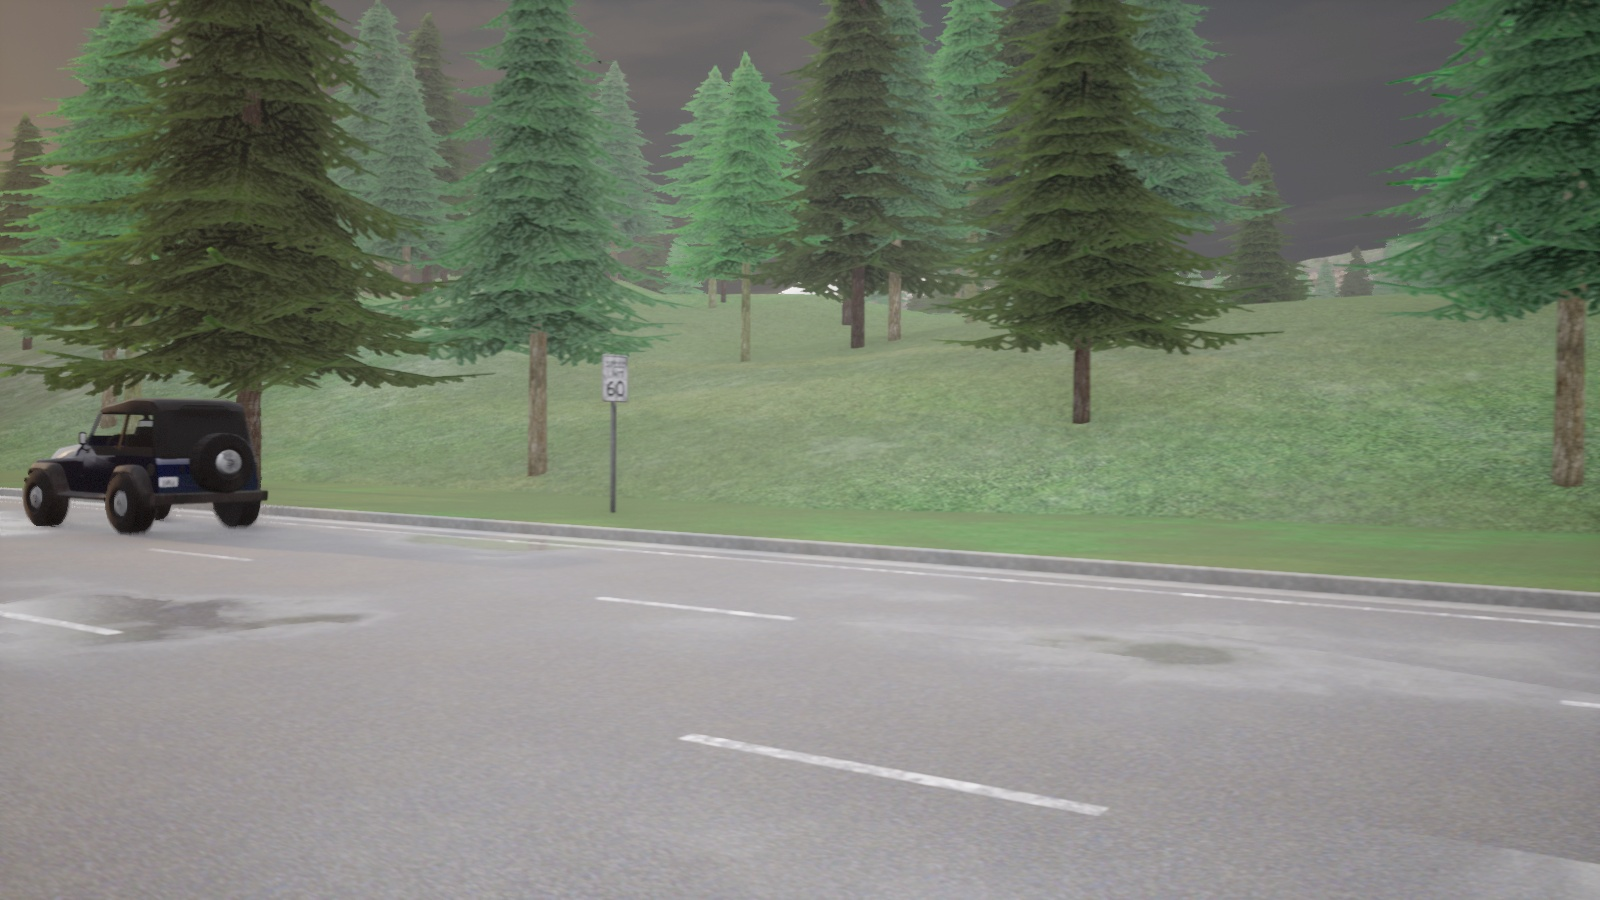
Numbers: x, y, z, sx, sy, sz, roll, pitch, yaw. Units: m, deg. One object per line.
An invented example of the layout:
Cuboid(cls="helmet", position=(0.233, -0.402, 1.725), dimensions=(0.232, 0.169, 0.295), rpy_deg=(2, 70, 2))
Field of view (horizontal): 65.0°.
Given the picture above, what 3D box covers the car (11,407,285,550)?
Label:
Cuboid(cls="car", position=(-9.570, 0.363, 18.383), dimensions=(3.866, 1.878, 1.905), rpy_deg=(0, 1, 34))
